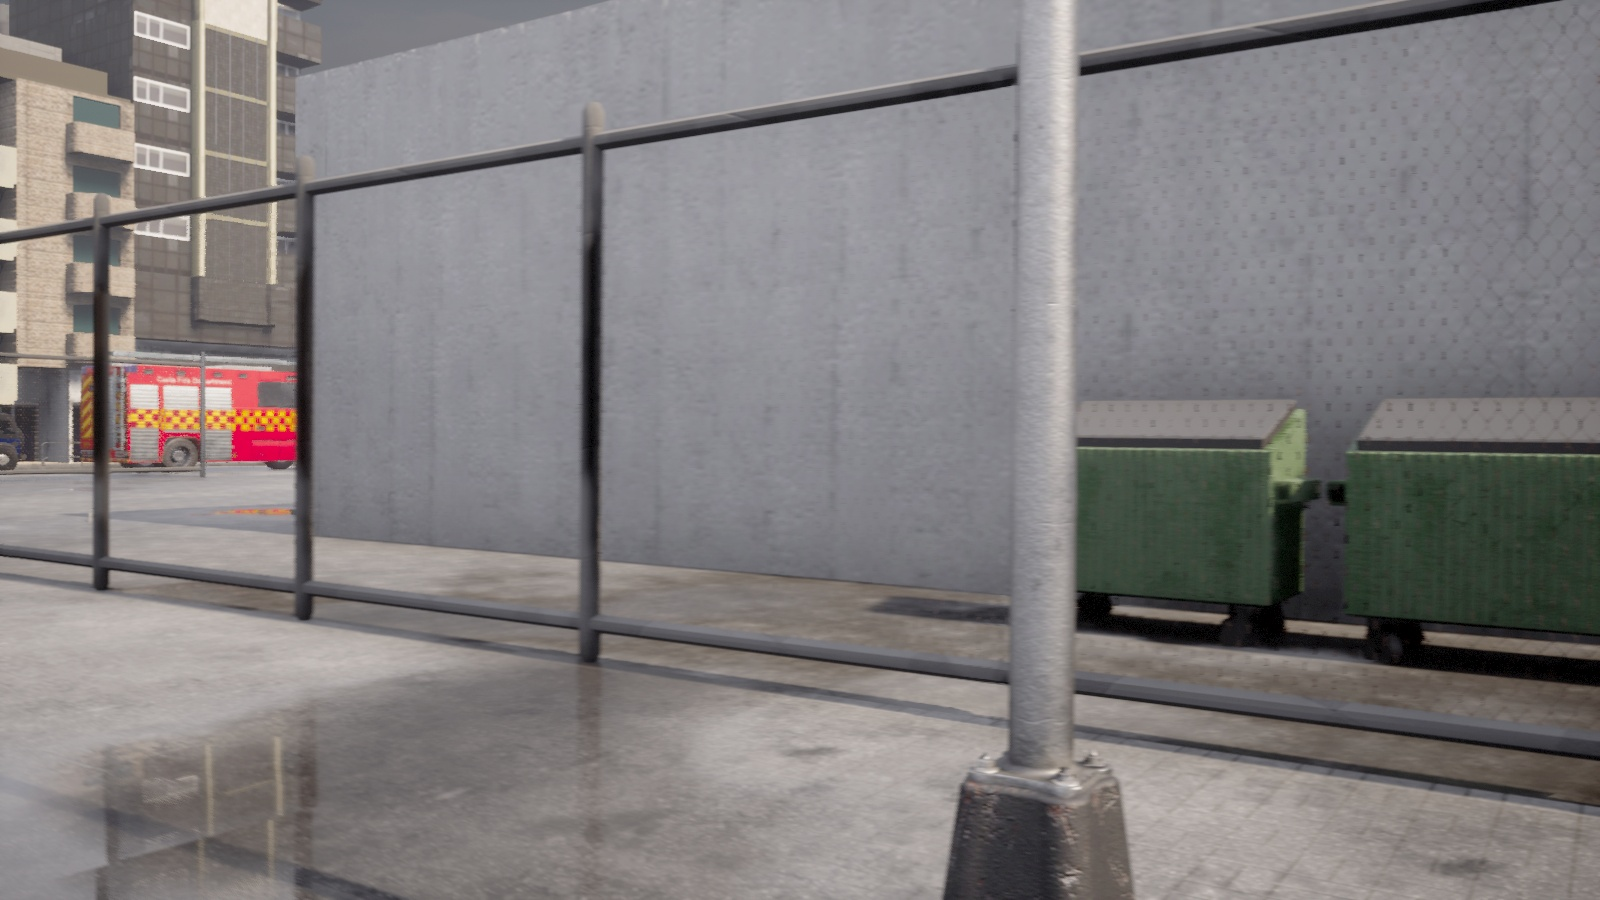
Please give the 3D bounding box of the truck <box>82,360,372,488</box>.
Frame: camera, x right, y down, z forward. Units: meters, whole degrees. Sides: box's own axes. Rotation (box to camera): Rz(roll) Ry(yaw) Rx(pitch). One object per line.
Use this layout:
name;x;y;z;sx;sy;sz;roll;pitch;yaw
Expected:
truck;-18.809;-0.836;41.886;2.891;3.827;8.468;0;1;34

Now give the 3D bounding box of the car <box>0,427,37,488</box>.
car;-25.888;0.237;38.420;1.905;1.878;3.866;0;1;34
